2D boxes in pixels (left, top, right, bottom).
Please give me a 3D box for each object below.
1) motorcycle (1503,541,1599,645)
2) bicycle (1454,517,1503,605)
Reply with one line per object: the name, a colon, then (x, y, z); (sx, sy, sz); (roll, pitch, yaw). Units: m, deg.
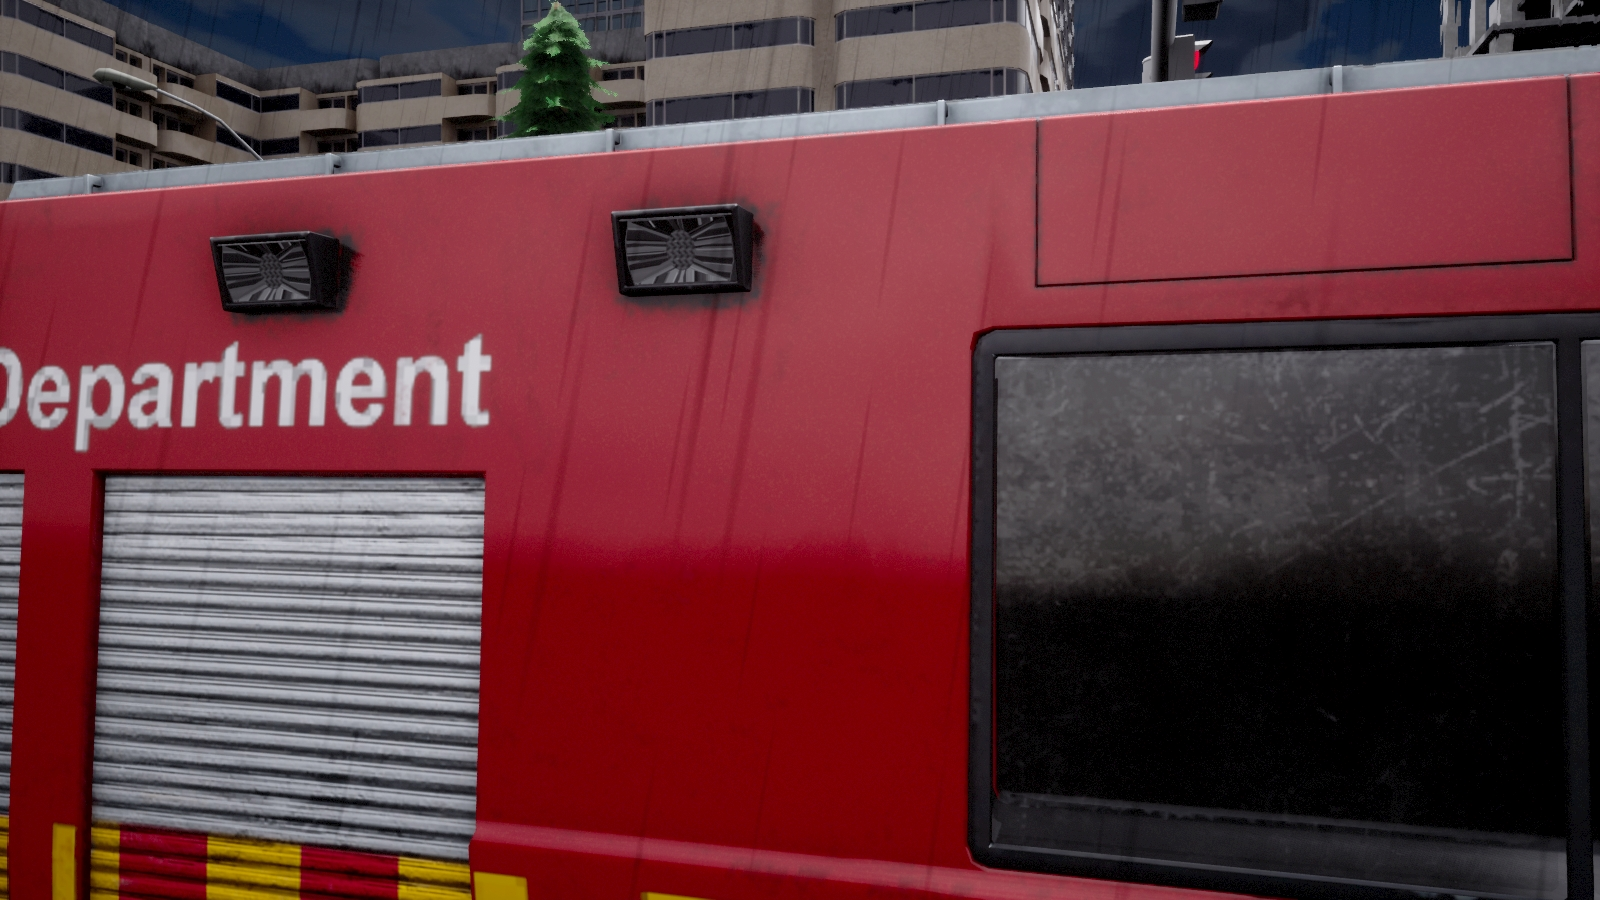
motorcycle: (11.678, 2.155, 17.664); (0.764, 1.307, 2.356); (0, 0, 16)
bicycle: (12.788, 2.060, 21.569); (0.329, 1.471, 1.835); (0, 0, 16)
